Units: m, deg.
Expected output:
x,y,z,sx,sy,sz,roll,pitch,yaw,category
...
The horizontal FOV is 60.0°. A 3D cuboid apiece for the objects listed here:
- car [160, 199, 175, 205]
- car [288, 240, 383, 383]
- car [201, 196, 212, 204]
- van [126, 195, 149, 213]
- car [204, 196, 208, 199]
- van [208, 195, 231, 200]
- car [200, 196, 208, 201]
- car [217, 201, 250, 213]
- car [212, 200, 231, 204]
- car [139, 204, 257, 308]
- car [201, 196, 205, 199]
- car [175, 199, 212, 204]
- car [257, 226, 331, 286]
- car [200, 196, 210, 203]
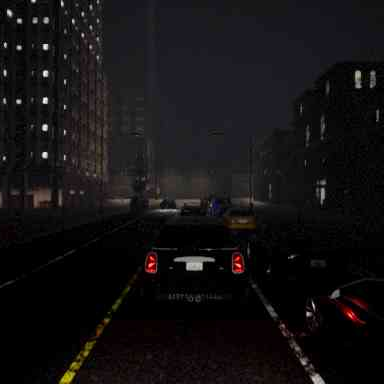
x,y,z,sx,sy,sz,roll,pitch,yaw,category
-3.069,1.552,43.112,1.994,1.385,4.181,0,0,0,car
2.700,1.565,3.650,1.947,1.339,4.313,1,0,0,car
2.674,1.539,63.507,1.947,1.339,4.313,1,0,0,car
-5.690,1.332,36.112,1.690,1.788,3.998,1,0,0,van
2.688,1.431,36.119,1.967,1.590,4.097,1,0,0,car
2.693,1.334,30.641,1.690,1.788,3.998,1,0,0,van
2.791,1.541,79.937,1.802,1.307,4.206,1,0,0,car
2.694,1.521,19.855,1.752,1.417,4.829,1,0,0,car
2.691,1.545,25.163,2.008,1.369,4.403,1,0,0,car
0.086,1.350,8.088,2.097,1.767,4.553,0,0,1,car
2.688,1.303,41.597,2.192,1.841,5.009,1,0,0,car
0.088,1.486,24.325,2.128,1.511,4.902,0,0,0,car
2.698,1.564,9.194,1.947,1.339,4.313,1,0,0,car
2.672,1.519,68.985,2.008,1.369,4.403,1,0,0,car
